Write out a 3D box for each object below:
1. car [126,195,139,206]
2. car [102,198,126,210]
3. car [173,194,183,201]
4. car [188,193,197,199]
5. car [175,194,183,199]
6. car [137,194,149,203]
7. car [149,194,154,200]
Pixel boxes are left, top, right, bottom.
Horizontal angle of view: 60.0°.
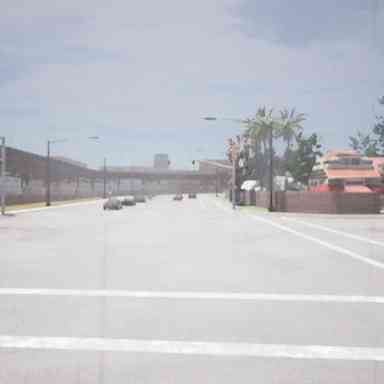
[{"bbox_3d":[-10.511,1.640,54.902,1.895,1.301,4.718,0,0,0],"label":"car"},{"bbox_3d":[-10.536,1.634,44.597,1.812,1.442,4.674,0,0,-1],"label":"car"},{"bbox_3d":[-3.392,1.359,76.638,1.895,1.301,4.718,0,1,0],"label":"car"},{"bbox_3d":[0.122,0.966,86.594,2.097,1.767,4.553,0,1,0],"label":"car"},{"bbox_3d":[-3.378,1.158,86.957,1.994,1.385,4.181,0,1,0],"label":"car"},{"bbox_3d":[-10.442,1.276,65.687,2.097,1.767,4.553,0,1,1],"label":"car"},{"bbox_3d":[-10.387,1.186,80.501,1.837,1.490,4.892,0,1,0],"label":"car"}]
